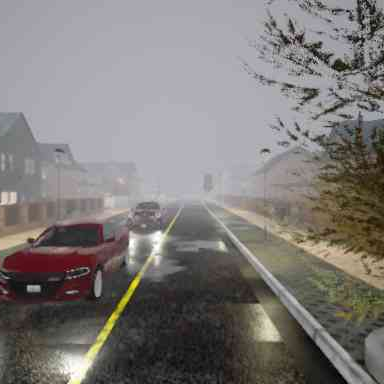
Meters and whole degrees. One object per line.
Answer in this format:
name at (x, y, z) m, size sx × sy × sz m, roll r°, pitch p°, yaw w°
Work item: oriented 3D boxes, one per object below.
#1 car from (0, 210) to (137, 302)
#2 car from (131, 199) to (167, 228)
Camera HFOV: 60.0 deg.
car at (-2.849, 1.455, 8.472) m, size 1.882 × 1.535 × 5.008 m, roll 0°, pitch 0°, yaw 0°
car at (-2.772, 1.351, 21.371) m, size 2.097 × 1.767 × 4.553 m, roll 0°, pitch 0°, yaw 0°
